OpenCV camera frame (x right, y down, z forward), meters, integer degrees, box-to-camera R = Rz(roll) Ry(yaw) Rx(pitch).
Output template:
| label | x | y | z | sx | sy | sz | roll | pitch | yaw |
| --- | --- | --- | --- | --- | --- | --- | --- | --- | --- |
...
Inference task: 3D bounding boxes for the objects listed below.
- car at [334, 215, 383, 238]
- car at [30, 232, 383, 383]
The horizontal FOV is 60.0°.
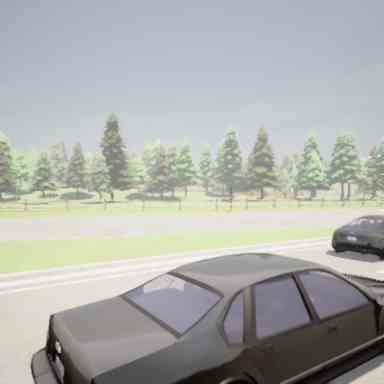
| label | x | y | z | sx | sy | sz | roll | pitch | yaw |
| --- | --- | --- | --- | --- | --- | --- | --- | --- | --- |
| car | 7.100 | 1.549 | 12.300 | 4.181 | 1.385 | 1.994 | 0 | 0 | -32 |
| car | 0.949 | 1.540 | 4.272 | 5.357 | 1.411 | 2.033 | 0 | 0 | -34 |
